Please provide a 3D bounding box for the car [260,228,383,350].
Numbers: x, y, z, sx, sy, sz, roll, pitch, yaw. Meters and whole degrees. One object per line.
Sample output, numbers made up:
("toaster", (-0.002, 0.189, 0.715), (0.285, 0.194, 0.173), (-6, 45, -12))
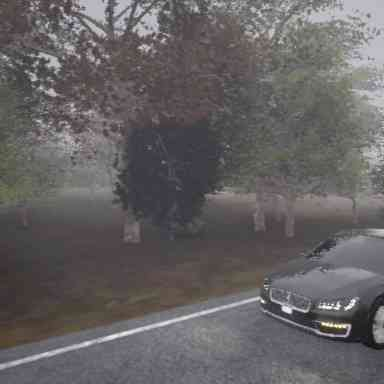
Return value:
("car", (3.427, 1.496, 6.280), (4.892, 1.490, 1.837), (0, 0, -34))
